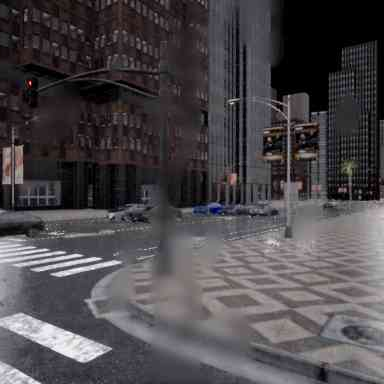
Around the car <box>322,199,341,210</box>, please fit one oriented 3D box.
[{"bbox_3d":[25.973,2.506,62.348,1.837,1.490,4.892,0,-1,35],"label":"car"}]

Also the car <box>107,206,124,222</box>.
[{"bbox_3d":[-5.279,1.817,29.386,2.128,1.511,4.902,0,-1,35],"label":"car"}]

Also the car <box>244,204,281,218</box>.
[{"bbox_3d":[8.100,2.082,36.815,2.033,1.411,5.357,0,-1,35],"label":"car"}]

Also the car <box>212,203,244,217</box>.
[{"bbox_3d":[4.900,2.068,38.246,2.033,1.411,5.357,0,-1,35],"label":"car"}]

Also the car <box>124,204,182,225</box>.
[{"bbox_3d":[-2.822,1.803,27.227,1.882,1.535,5.008,0,-1,35],"label":"car"}]

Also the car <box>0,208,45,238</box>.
[{"bbox_3d":[-9.630,1.669,16.546,1.812,1.442,4.674,0,-1,27],"label":"car"}]

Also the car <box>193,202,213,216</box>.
[{"bbox_3d":[2.087,1.991,39.893,1.882,1.535,5.008,0,-1,35],"label":"car"}]
